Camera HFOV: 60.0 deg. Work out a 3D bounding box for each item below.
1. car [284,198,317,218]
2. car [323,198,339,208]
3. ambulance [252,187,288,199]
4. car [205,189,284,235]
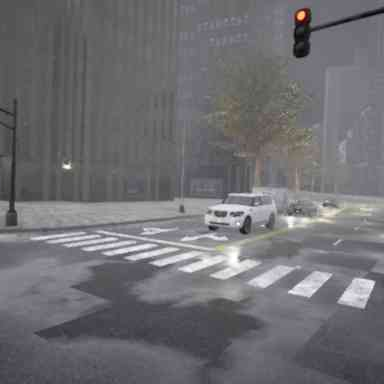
[{"bbox_3d":[10.016,1.473,30.060,1.994,1.385,4.181,3,1,31],"label":"car"},{"bbox_3d":[19.853,1.523,47.474,2.033,1.411,5.357,3,1,27],"label":"car"},{"bbox_3d":[7.051,0.813,31.244,2.351,2.431,6.366,3,1,31],"label":"ambulance"},{"bbox_3d":[2.903,1.070,18.522,2.150,2.045,5.566,3,1,35],"label":"car"}]
